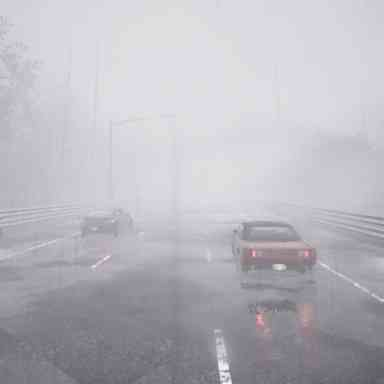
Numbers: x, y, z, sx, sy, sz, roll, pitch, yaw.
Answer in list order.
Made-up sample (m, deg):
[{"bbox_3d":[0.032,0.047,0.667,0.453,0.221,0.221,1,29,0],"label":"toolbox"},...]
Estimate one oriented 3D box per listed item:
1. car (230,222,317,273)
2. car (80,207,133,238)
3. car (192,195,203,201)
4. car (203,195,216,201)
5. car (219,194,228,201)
[{"bbox_3d":[2.294,1.603,10.663,1.895,1.301,4.718,0,0,2],"label":"car"},{"bbox_3d":[-4.441,1.532,17.752,1.812,1.442,4.674,0,0,2],"label":"car"},{"bbox_3d":[1.002,1.619,85.724,2.033,1.411,5.357,0,0,7],"label":"car"},{"bbox_3d":[4.532,1.674,85.760,1.895,1.301,4.718,0,0,7],"label":"car"},{"bbox_3d":[8.097,1.435,86.087,2.097,1.767,4.553,0,0,7],"label":"car"}]
